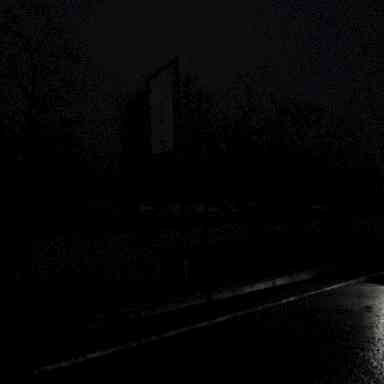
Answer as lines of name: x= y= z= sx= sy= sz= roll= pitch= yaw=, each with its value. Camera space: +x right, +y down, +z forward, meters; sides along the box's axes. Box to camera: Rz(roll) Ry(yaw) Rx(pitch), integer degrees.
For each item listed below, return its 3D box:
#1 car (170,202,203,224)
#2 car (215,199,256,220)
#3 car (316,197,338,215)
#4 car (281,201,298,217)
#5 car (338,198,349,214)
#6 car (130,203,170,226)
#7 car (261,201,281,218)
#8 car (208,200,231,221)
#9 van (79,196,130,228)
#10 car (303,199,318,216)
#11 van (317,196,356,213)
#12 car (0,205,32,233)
car: x=-1.577 y=1.543 z=25.569 sx=2.097 sy=1.535 sz=5.008 roll=0 pitch=0 yaw=-36
car: x=2.918 y=1.443 z=28.826 sx=2.185 sy=1.767 sz=4.553 roll=0 pitch=0 yaw=-36
car: x=12.075 y=1.617 z=35.102 sx=1.946 sy=1.575 sz=5.366 roll=0 pitch=0 yaw=-36
car: x=7.456 y=1.595 z=32.022 sx=2.231 sy=1.521 sz=4.892 roll=0 pitch=0 yaw=-36
car: x=14.209 y=1.663 z=36.892 sx=2.163 sy=1.488 sz=4.792 roll=0 pitch=0 yaw=-36
car: x=-3.838 y=1.572 z=23.955 sx=2.002 sy=1.452 sz=4.674 roll=0 pitch=0 yaw=-36
car: x=5.191 y=1.580 z=30.419 sx=2.097 sy=1.535 sz=5.008 roll=0 pitch=0 yaw=-36
car: x=0.679 y=1.596 z=27.184 sx=2.002 sy=1.452 sz=4.674 roll=0 pitch=0 yaw=-36
van: x=-6.165 y=1.294 z=22.440 sx=1.878 sy=1.987 sz=4.442 roll=0 pitch=0 yaw=-36
car: x=9.693 y=1.636 z=33.664 sx=2.163 sy=1.488 sz=4.792 roll=0 pitch=0 yaw=-36
van: x=16.552 y=1.421 z=38.386 sx=1.878 sy=1.987 sz=4.442 roll=0 pitch=0 yaw=-36
car: x=-10.596 y=1.527 z=19.094 sx=2.163 sy=1.488 sz=4.792 roll=0 pitch=0 yaw=-36
